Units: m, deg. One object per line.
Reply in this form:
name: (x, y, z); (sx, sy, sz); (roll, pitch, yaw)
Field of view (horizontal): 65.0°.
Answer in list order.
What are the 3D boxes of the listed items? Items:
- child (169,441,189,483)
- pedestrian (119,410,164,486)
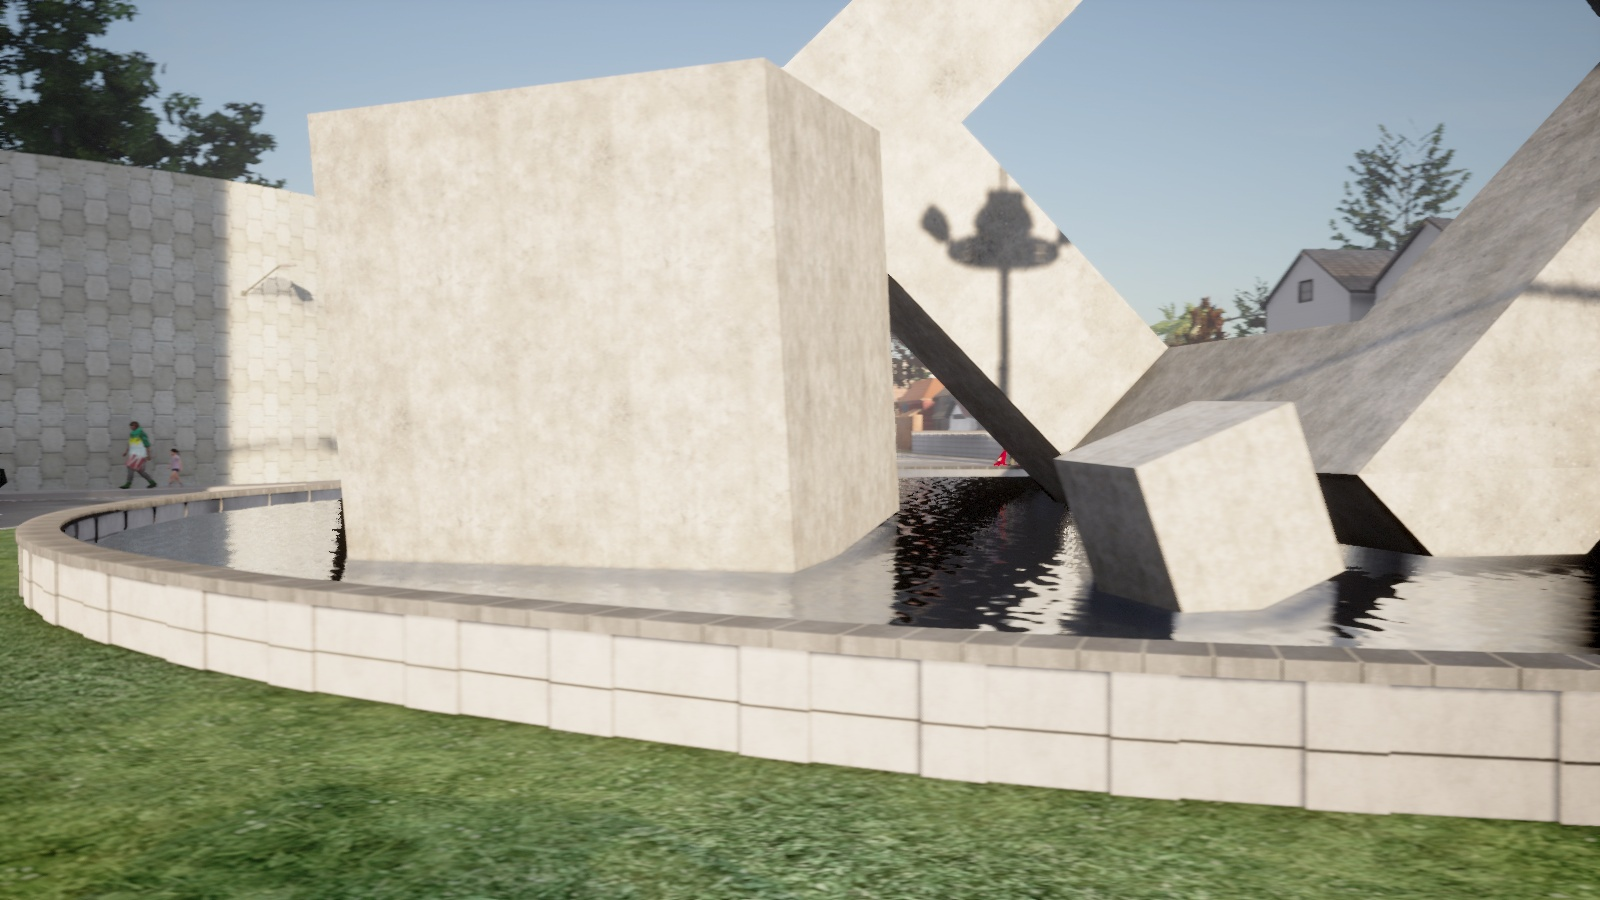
child: (-16.715, 0.317, 33.806); (0.255, 1.110, 0.394); (1, 1, 41)
pedestrian: (-17.359, -0.056, 33.092); (0.659, 1.952, 0.873); (1, 1, 42)
